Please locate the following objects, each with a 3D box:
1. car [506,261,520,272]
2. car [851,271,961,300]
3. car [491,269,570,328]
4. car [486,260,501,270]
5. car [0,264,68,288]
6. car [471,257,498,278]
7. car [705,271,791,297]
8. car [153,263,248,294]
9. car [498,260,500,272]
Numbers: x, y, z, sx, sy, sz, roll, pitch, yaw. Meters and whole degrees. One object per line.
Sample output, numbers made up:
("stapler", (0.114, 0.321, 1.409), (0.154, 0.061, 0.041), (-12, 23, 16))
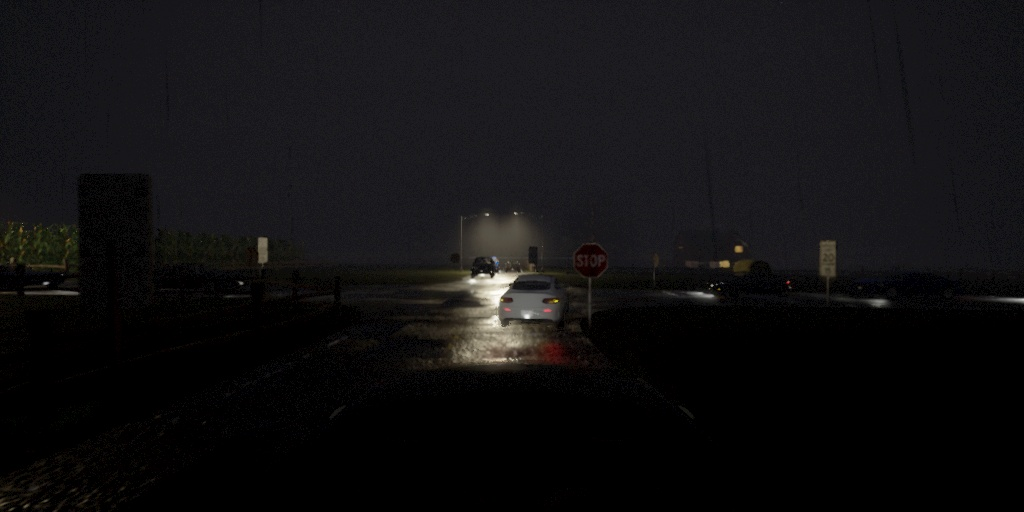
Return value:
("car", (0.096, 1.415, 49.483), (1.837, 1.490, 4.892), (0, 0, 0))
("car", (22.641, 1.611, 20.711), (5.008, 1.535, 1.882), (1, 1, 1))
("car", (0.830, 1.313, 11.480), (1.812, 1.442, 4.674), (0, 0, 11))
("car", (-2.825, 1.426, 56.720), (2.128, 1.511, 4.902), (0, 0, 0))
("car", (-26.320, 1.072, 18.615), (4.718, 1.301, 1.895), (1, 1, 1))
("car", (-2.846, 1.087, 36.231), (2.150, 2.045, 5.566), (0, 0, 0))
("car", (13.651, 1.567, 20.862), (4.181, 1.385, 1.994), (1, 1, 1))
("car", (-16.379, 1.102, 18.473), (4.902, 1.511, 2.128), (1, 1, 0))
("car", (-2.842, 1.123, 46.729), (2.150, 2.045, 5.566), (0, 0, 0))
